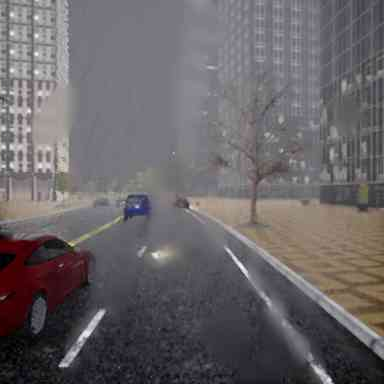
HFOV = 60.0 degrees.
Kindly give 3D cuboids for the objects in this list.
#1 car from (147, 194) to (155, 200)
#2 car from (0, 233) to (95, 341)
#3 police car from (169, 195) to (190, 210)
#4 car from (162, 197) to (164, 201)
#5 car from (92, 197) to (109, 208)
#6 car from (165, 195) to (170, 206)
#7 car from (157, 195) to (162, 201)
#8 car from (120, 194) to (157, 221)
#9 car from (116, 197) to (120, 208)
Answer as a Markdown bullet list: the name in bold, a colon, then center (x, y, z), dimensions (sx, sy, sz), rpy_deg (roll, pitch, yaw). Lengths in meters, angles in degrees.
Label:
- **car**: center (-11.129, 1.280, 89.982), dimensions (1.812, 1.442, 4.674), rpy_deg (0, 0, -14)
- **car**: center (-3.270, 1.519, 6.360), dimensions (1.812, 1.442, 4.674), rpy_deg (0, 0, -1)
- **police car**: center (-1.377, 1.366, 41.068), dimensions (1.930, 1.638, 5.238), rpy_deg (0, 0, -6)
- **car**: center (-3.528, 1.275, 57.037), dimensions (2.097, 1.767, 4.553), rpy_deg (0, 0, -9)
- **car**: center (-13.201, 1.496, 48.482), dimensions (2.033, 1.411, 5.357), rpy_deg (0, 0, -7)
- **car**: center (-2.634, 1.281, 51.008), dimensions (2.097, 1.767, 4.553), rpy_deg (0, 0, -8)
- **car**: center (-7.490, 1.285, 73.965), dimensions (1.812, 1.442, 4.674), rpy_deg (0, 0, -12)
- **car**: center (-4.245, 1.185, 27.211), dimensions (2.150, 2.045, 5.566), rpy_deg (0, 0, -4)
- **car**: center (-9.818, 1.438, 47.598), dimensions (2.128, 1.511, 4.902), rpy_deg (0, 0, -7)
